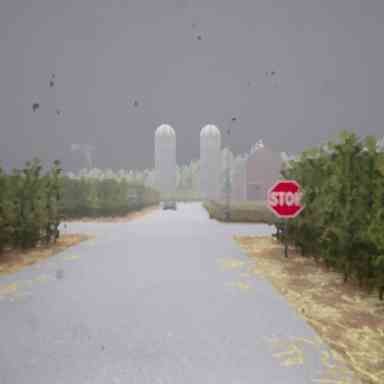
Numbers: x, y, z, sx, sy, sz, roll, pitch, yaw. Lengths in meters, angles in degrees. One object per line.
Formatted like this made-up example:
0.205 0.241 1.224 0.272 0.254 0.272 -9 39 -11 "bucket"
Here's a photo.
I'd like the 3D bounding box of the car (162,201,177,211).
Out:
-3.087 1.973 46.895 2.033 1.411 5.357 0 0 0 "car"
